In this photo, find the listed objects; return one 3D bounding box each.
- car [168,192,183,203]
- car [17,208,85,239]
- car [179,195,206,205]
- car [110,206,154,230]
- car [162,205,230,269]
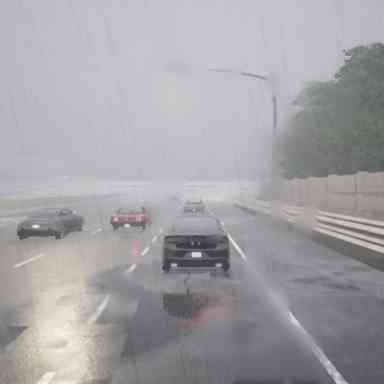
[{"bbox_3d":[-3.171,1.038,58.927,1.882,1.535,5.008,0,0,0],"label":"car"},{"bbox_3d":[-6.859,1.470,16.621,1.994,1.385,4.181,0,0,0],"label":"car"},{"bbox_3d":[0.214,1.286,30.182,2.128,1.511,4.902,0,0,0],"label":"car"},{"bbox_3d":[-3.447,1.479,20.026,1.895,1.301,4.718,0,0,0],"label":"car"},{"bbox_3d":[0.121,1.430,10.962,1.882,1.535,5.008,0,0,0],"label":"car"}]
